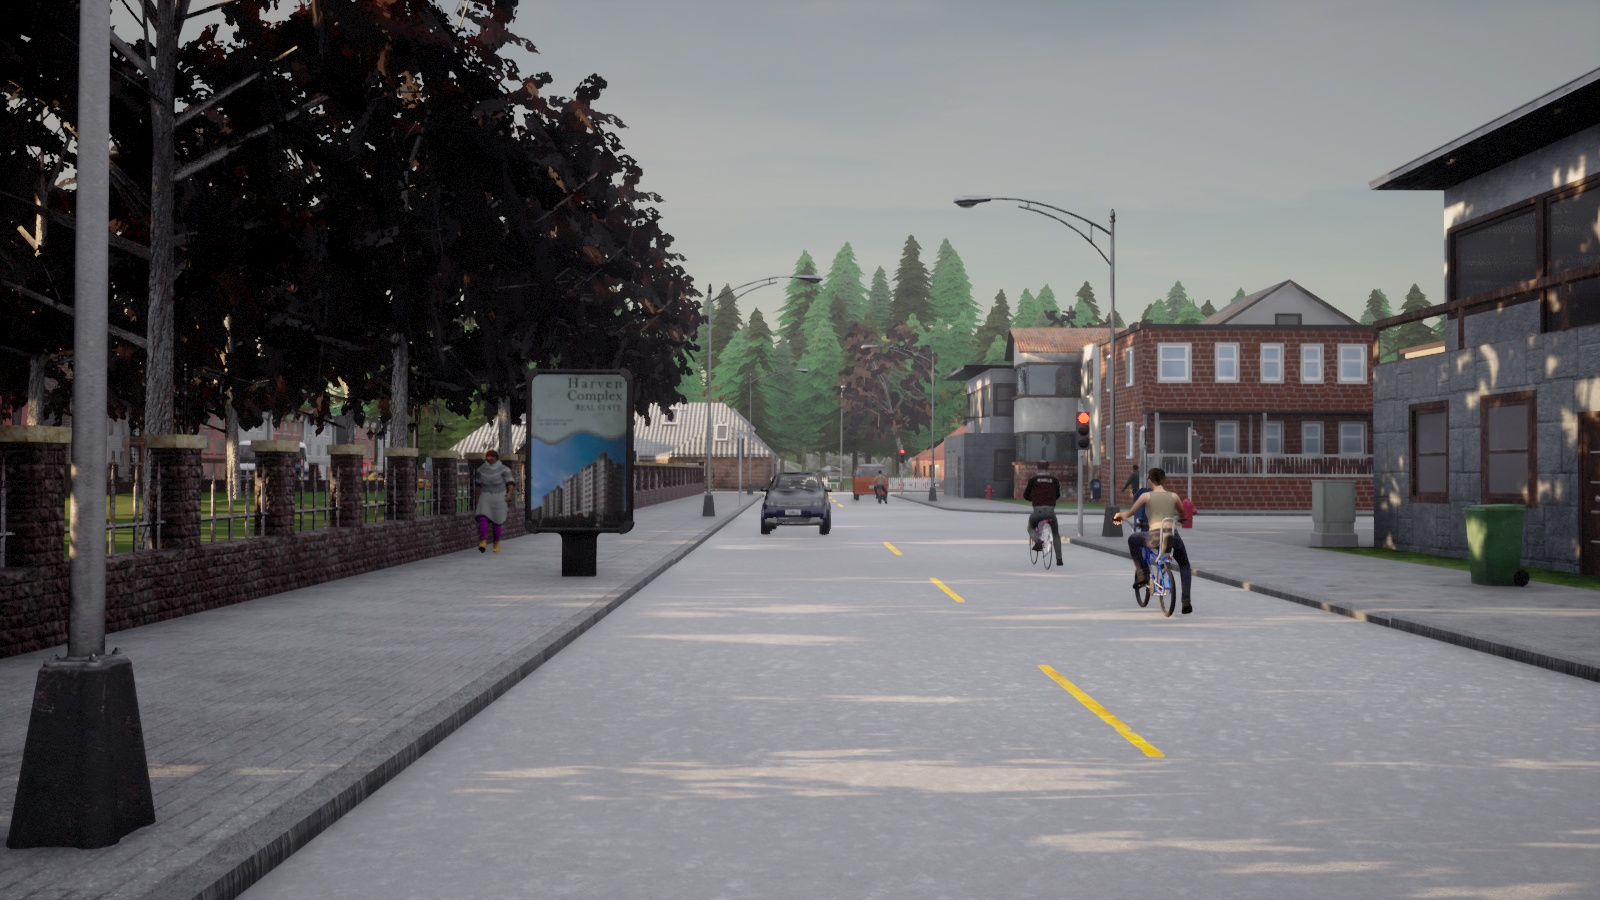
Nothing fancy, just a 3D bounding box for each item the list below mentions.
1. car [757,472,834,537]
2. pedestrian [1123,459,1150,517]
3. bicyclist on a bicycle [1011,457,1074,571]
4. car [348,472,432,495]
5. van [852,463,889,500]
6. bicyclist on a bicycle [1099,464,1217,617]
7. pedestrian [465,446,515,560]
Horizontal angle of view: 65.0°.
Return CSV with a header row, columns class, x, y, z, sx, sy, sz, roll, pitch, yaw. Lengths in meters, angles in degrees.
class,x,y,z,sx,sy,sz,roll,pitch,yaw
car,-0.068,1.326,31.691,1.789,1.549,3.705,0,-1,2
pedestrian,11.253,1.264,42.002,0.423,1.949,0.788,0,-1,-25
bicyclist on a bicycle,3.939,1.014,20.543,0.659,1.776,1.843,0,-1,0
car,-28.912,2.357,88.634,5.366,1.575,1.801,0,-1,-2
van,3.817,1.706,68.756,1.775,1.987,4.442,0,-1,0
bicyclist on a bicycle,3.962,0.971,14.017,0.866,1.612,1.509,0,-1,0
pedestrian,-5.392,0.914,21.899,0.659,1.952,0.873,0,-1,0
